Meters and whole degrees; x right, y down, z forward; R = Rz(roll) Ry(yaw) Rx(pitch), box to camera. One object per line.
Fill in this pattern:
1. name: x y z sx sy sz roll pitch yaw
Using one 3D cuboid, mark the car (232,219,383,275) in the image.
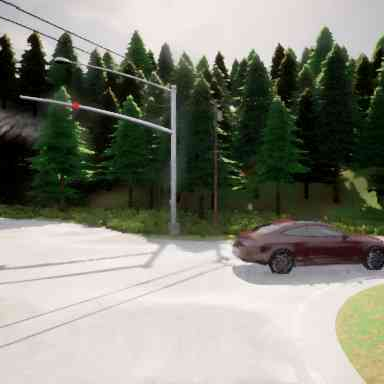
1. car: 3.568 1.551 10.127 4.674 1.442 1.812 0 0 -10
